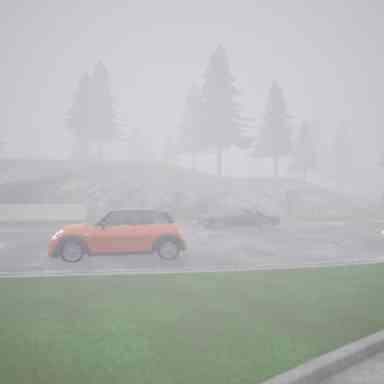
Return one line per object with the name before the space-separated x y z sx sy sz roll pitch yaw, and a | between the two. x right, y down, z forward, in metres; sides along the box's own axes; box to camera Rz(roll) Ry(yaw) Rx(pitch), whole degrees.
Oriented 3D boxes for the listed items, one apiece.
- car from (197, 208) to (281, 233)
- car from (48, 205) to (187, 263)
car | 2.696 1.603 19.540 4.718 1.301 1.895 0 0 -17
car | -2.494 1.353 11.585 4.553 1.767 2.097 0 0 -7
